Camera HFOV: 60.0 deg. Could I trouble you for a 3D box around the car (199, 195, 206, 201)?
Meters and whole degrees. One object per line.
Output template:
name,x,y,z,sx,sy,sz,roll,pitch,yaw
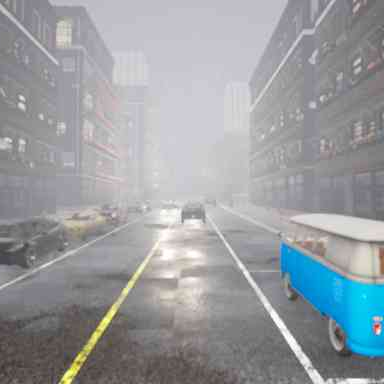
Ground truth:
car,2.722,1.631,89.424,1.752,1.417,4.829,1,0,0

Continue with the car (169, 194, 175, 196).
car,-5.660,1.680,83.724,1.802,1.307,4.206,1,0,0

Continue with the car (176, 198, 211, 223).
car,0.105,1.517,25.804,2.128,1.511,4.902,0,0,0

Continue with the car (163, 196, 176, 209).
car,-2.996,1.647,46.561,1.895,1.301,4.718,0,0,0

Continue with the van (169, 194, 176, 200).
van,-5.653,1.457,94.801,1.690,1.788,3.998,1,0,0

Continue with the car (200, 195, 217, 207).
car,2.718,1.366,51.224,2.192,1.841,5.009,1,0,0

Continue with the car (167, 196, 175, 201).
car,-5.659,1.689,89.261,1.802,1.307,4.206,1,0,0

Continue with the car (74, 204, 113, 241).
car,-5.639,1.541,16.886,1.752,1.417,4.829,1,0,0

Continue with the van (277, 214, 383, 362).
van,2.708,1.346,5.746,1.690,1.788,3.998,1,0,0

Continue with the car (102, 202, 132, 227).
car,-5.637,1.461,22.743,1.967,1.590,4.097,1,0,0

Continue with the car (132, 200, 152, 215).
car,-5.636,1.583,34.111,2.008,1.369,4.403,1,0,0

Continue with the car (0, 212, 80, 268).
car,-5.641,1.576,11.372,1.947,1.339,4.313,1,0,0
